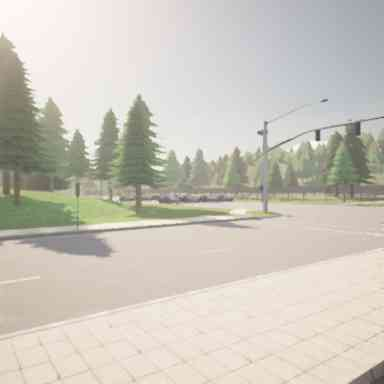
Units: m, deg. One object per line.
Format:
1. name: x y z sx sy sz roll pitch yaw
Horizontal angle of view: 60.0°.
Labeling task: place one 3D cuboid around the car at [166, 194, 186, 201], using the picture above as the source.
1. car: -3.367 1.141 70.319 1.895 1.301 4.718 -1 0 -35

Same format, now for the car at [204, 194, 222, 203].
1. car: 2.448 1.119 55.831 1.812 1.442 4.674 -1 1 -35

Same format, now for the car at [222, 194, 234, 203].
1. car: 5.396 1.116 57.730 1.994 1.385 4.181 -1 0 -35

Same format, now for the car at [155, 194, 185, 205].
1. car: -3.522 1.203 52.134 1.812 1.442 4.674 -1 0 -35

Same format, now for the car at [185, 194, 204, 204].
1. car: -0.780 1.126 54.327 2.128 1.511 4.902 -1 1 -35

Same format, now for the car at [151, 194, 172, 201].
1. car: -6.303 1.101 68.402 2.128 1.511 4.902 -1 1 -35

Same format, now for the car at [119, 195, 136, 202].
1. car: -12.633 1.237 65.201 1.994 1.385 4.181 -1 0 -35

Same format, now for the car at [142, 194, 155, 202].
1. car: -9.659 1.130 67.070 2.128 1.511 4.902 -1 1 -35
